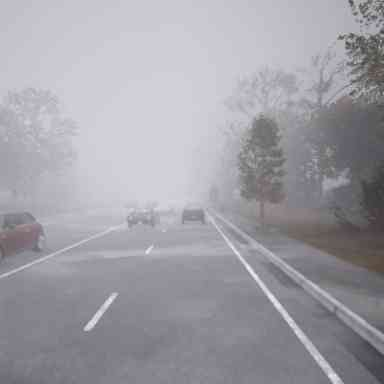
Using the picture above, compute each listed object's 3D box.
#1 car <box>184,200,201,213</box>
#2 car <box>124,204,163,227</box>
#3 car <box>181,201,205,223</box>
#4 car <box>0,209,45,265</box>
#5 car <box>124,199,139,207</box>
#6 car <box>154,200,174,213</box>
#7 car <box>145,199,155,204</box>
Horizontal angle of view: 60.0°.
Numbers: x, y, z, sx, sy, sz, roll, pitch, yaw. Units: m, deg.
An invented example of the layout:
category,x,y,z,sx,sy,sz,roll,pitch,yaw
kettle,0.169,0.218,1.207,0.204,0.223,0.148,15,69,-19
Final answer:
category,x,y,z,sx,sy,sz,roll,pitch,yaw
car,0.096,1.897,43.430,2.128,1.511,4.902,0,0,0
car,-3.485,1.831,24.645,1.895,1.301,4.718,0,-1,0
car,0.097,1.738,27.867,1.882,1.535,5.008,0,0,0
car,-7.001,1.461,11.594,2.097,1.767,4.553,0,-1,0
car,-10.537,2.016,58.045,1.882,1.535,5.008,0,0,1
car,-3.423,1.922,42.591,1.812,1.442,4.674,0,0,0
car,-7.040,2.017,58.117,1.882,1.535,5.008,0,0,1
